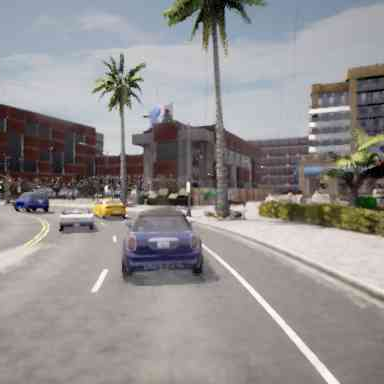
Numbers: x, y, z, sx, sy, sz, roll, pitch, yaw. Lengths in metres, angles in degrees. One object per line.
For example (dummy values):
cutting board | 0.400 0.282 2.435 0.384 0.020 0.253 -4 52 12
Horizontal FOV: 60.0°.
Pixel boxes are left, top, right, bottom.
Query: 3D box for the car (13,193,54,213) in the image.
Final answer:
car | -17.196 1.116 35.518 5.566 2.045 2.150 0 0 45

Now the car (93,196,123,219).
car | -7.067 1.364 28.037 1.882 1.535 5.008 0 0 -29

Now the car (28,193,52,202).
car | -31.555 1.042 69.063 4.553 1.767 2.185 0 0 24

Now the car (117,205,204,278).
car | -0.995 1.303 10.303 2.097 1.767 4.553 0 0 -8

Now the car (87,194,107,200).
car | -24.429 1.242 85.704 4.718 1.301 1.895 0 0 24

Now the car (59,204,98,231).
car | -7.131 1.527 20.404 1.895 1.301 4.718 0 0 -21
